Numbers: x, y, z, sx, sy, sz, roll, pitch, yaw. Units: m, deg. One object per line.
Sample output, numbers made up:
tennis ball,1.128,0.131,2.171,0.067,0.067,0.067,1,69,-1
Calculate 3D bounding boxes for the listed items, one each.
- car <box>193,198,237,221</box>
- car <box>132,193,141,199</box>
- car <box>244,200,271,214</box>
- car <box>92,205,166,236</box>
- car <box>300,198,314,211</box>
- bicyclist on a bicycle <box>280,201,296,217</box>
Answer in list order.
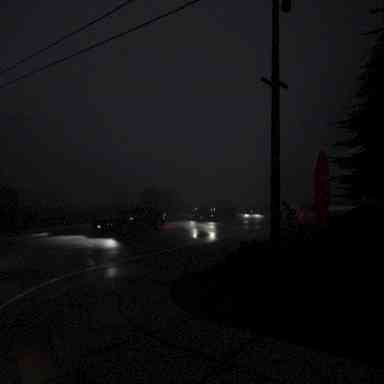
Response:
car,1.951,1.387,27.483,2.097,1.767,4.553,0,0,33
car,-14.504,1.151,86.937,3.866,1.878,1.905,-2,6,-11
car,7.515,1.582,36.121,2.033,1.411,5.357,0,0,33
car,-3.452,1.539,19.079,1.837,1.490,4.892,0,0,33
car,14.490,1.525,40.155,2.128,1.511,4.902,0,0,33
bicyclist on a bicycle,5.392,1.335,18.999,1.656,1.620,0.582,0,0,33
